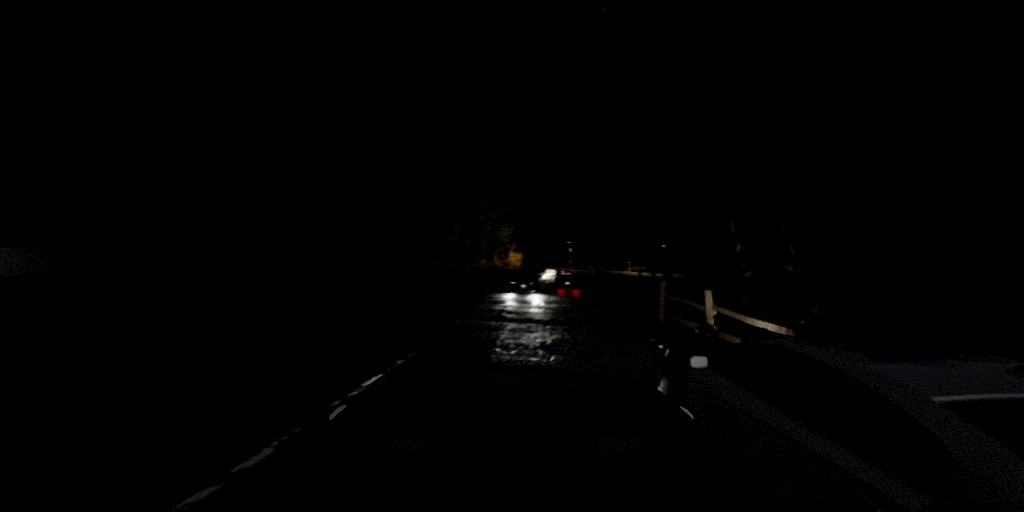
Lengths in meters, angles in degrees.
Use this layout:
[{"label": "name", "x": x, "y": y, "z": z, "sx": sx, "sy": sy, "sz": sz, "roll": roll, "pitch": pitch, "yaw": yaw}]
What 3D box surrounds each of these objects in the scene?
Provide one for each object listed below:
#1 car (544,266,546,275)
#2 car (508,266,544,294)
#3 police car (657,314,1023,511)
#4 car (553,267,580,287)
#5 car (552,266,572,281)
[{"label": "car", "x": 4.412, "y": 2.179, "z": 56.137, "sx": 1.895, "sy": 1.301, "sz": 4.718, "roll": 2, "pitch": -1, "yaw": 6}, {"label": "car", "x": 0.926, "y": 1.562, "z": 23.576, "sx": 1.837, "sy": 1.490, "sz": 4.892, "roll": 2, "pitch": -1, "yaw": 6}, {"label": "police car", "x": 2.586, "y": 1.260, "z": 2.650, "sx": 1.930, "sy": 1.638, "sz": 5.238, "roll": 2, "pitch": -1, "yaw": 6}, {"label": "car", "x": 4.516, "y": 1.841, "z": 29.840, "sx": 1.895, "sy": 1.301, "sz": 4.718, "roll": 2, "pitch": -1, "yaw": 6}, {"label": "car", "x": 5.687, "y": 1.966, "z": 41.084, "sx": 2.033, "sy": 1.411, "sz": 5.357, "roll": 2, "pitch": -1, "yaw": 6}]
